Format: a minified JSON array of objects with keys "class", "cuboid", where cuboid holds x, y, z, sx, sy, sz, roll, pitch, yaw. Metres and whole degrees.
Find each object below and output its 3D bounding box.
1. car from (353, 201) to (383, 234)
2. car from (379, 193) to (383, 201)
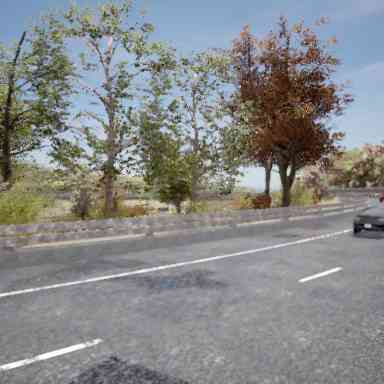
[{"class":"car","cuboid":[10.012,1.443,17.523,1.812,1.442,4.674,0,0,44]},{"class":"car","cuboid":[34.881,0.920,58.650,2.150,2.045,5.566,0,0,15]}]
